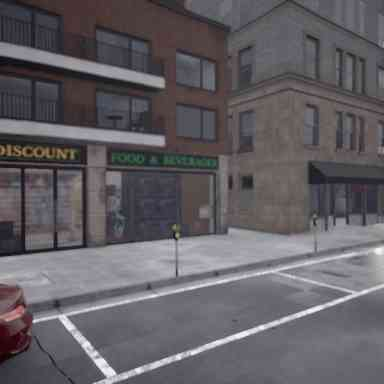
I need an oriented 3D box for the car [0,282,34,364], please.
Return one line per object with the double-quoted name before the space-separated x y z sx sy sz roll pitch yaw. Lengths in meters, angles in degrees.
"car" -3.940 1.589 3.379 4.206 1.307 1.802 0 0 -35
